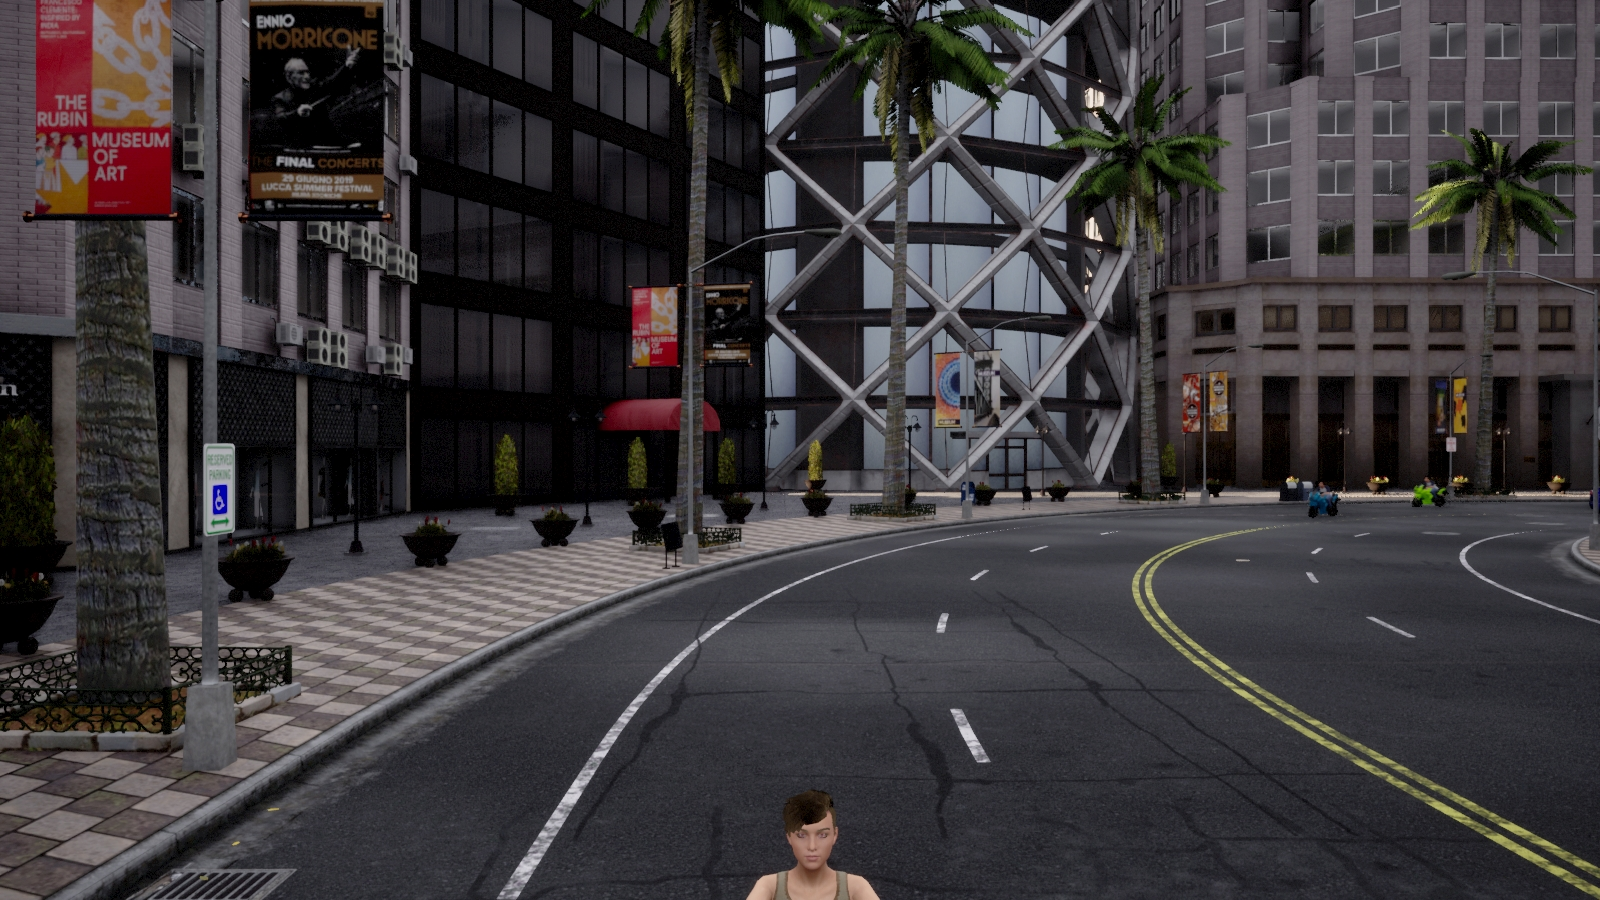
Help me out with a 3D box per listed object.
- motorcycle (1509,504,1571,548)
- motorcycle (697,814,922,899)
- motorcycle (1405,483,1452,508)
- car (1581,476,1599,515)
[{"bbox_3d":[21.690,2.213,33.487,2.033,1.145,0.803,0,1,-34],"label":"motorcycle"},{"bbox_3d":[0.030,2.170,3.616,0.764,1.277,2.356,0,0,1],"label":"motorcycle"},{"bbox_3d":[30.351,2.213,55.214,2.033,1.145,0.803,0,0,-18],"label":"motorcycle"},{"bbox_3d":[36.842,1.968,49.589,4.611,1.667,2.242,0,0,-11],"label":"car"}]
